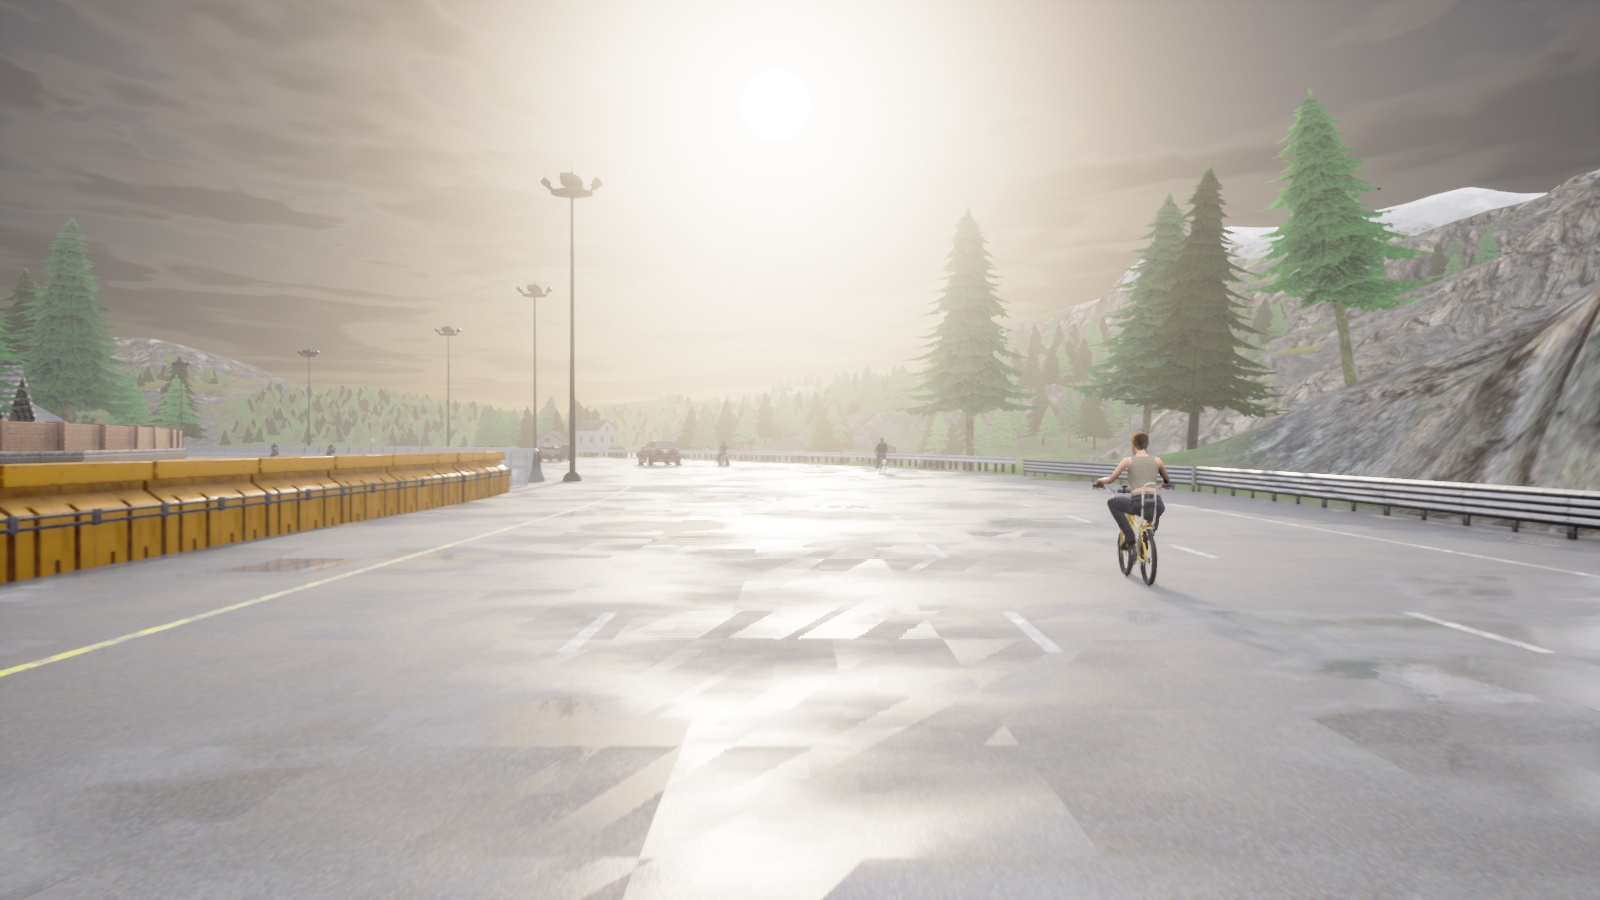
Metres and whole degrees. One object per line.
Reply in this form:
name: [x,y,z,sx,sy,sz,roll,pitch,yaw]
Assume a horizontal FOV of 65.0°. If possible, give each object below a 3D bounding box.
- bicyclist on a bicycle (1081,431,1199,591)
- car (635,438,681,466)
bicyclist on a bicycle: [3.599,0.610,13.423,0.866,1.612,1.509,0,0,1]
car: [-9.405,0.130,82.847,2.097,1.767,4.553,0,0,-19]
